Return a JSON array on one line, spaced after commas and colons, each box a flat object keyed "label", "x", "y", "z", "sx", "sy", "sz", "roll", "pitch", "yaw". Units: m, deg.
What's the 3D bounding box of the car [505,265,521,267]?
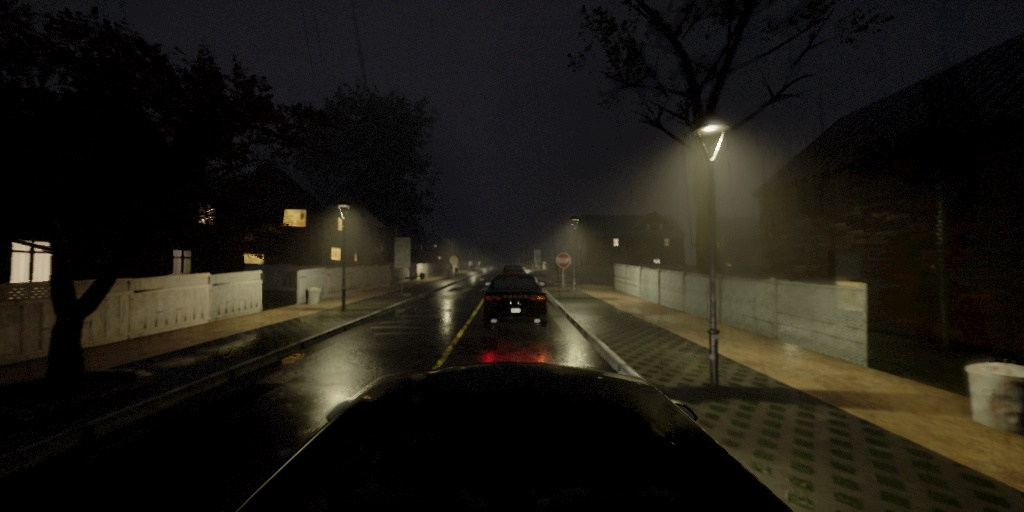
[{"label": "car", "x": 0.093, "y": 1.491, "z": 30.112, "sx": 1.882, "sy": 1.535, "sz": 5.008, "roll": 0, "pitch": -1, "yaw": 0}]

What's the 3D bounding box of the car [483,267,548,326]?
[{"label": "car", "x": 0.097, "y": 1.321, "z": 12.061, "sx": 1.882, "sy": 1.535, "sz": 5.008, "roll": 0, "pitch": 0, "yaw": 0}]
